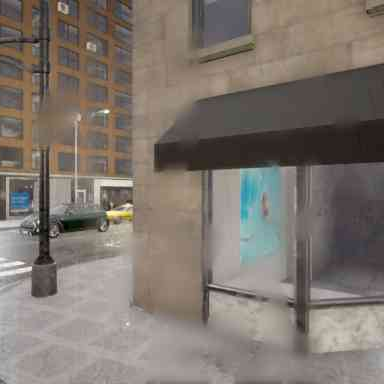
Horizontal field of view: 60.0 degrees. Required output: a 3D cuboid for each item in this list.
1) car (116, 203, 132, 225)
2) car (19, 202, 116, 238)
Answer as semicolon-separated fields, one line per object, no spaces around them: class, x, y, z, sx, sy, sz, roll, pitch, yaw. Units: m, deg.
car;-4.907;1.547;24.696;1.752;1.417;4.829;0;0;36
car;-6.709;1.365;17.871;2.097;1.767;4.553;0;0;36
